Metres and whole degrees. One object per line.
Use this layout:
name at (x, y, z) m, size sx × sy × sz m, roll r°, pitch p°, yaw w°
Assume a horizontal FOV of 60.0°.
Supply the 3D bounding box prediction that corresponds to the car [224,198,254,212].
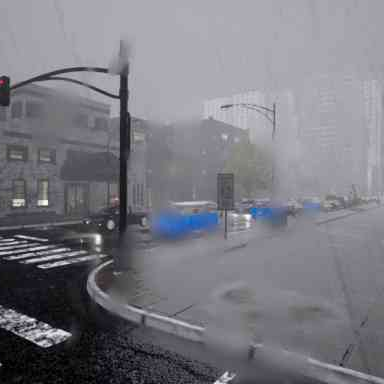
car at (5.741, 1.507, 40.535) m, size 1.967 × 1.590 × 4.097 m, roll 0°, pitch 0°, yaw 35°

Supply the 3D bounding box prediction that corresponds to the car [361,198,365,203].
car at (28.534, 1.748, 58.461) m, size 1.752 × 1.417 × 4.829 m, roll 0°, pitch 0°, yaw 35°

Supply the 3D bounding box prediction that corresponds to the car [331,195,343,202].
car at (37.426, 1.713, 85.755) m, size 1.967 × 1.590 × 4.097 m, roll 0°, pitch 0°, yaw 35°

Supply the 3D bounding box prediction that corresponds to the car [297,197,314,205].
car at (21.583, 1.706, 63.144) m, size 1.887 × 1.381 × 4.507 m, roll 0°, pitch 0°, yaw 35°

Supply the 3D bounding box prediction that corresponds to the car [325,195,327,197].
car at (24.155, 1.412, 56.716) m, size 2.150 × 2.045 × 5.566 m, roll 1°, pitch 0°, yaw 35°

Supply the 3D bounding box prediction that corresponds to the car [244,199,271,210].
car at (8.909, 1.629, 45.057) m, size 1.887 × 1.381 × 4.507 m, roll 0°, pitch 0°, yaw 35°

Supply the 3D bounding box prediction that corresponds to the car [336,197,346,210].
car at (18.929, 1.729, 44.754) m, size 1.947 × 1.339 × 4.313 m, roll 0°, pitch 0°, yaw 35°

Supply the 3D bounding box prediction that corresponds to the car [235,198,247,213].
car at (6.501, 1.604, 37.077) m, size 1.812 × 1.442 × 4.674 m, roll 1°, pitch 0°, yaw 35°

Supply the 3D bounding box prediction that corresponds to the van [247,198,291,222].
van at (6.256, 1.436, 26.667) m, size 1.690 × 1.788 × 3.998 m, roll 0°, pitch 0°, yaw 35°

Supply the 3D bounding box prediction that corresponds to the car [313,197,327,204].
car at (27.822, 1.729, 72.049) m, size 1.752 × 1.417 × 4.829 m, roll 0°, pitch 0°, yaw 35°

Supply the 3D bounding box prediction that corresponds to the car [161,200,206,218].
car at (-0.695, 1.558, 31.351) m, size 1.752 × 1.417 × 4.829 m, roll 0°, pitch 0°, yaw 35°

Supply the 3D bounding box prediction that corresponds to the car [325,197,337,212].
car at (15.859, 1.671, 40.372) m, size 1.752 × 1.417 × 4.829 m, roll 0°, pitch 0°, yaw 35°

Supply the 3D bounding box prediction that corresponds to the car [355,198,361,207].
car at (25.269, 1.517, 53.800) m, size 2.192 × 1.841 × 5.009 m, roll 0°, pitch 0°, yaw 35°

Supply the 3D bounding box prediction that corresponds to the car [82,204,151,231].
car at (-4.644, 1.529, 21.199) m, size 1.837 × 1.490 × 4.892 m, roll 1°, pitch 0°, yaw 35°

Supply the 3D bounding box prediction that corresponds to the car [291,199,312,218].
car at (9.423, 1.656, 31.188) m, size 1.887 × 1.381 × 4.507 m, roll 0°, pitch 0°, yaw 35°

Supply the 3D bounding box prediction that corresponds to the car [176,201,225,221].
car at (0.820, 1.554, 28.994) m, size 1.837 × 1.490 × 4.892 m, roll 1°, pitch 0°, yaw 35°

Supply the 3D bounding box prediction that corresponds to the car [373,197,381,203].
car at (44.279, 1.900, 80.932) m, size 1.947 × 1.339 × 4.313 m, roll 0°, pitch 0°, yaw 35°

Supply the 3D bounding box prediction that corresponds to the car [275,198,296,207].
car at (15.246, 1.666, 54.100) m, size 1.887 × 1.381 × 4.507 m, roll 0°, pitch 0°, yaw 35°

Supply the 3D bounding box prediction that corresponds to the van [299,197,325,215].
van at (12.593, 1.469, 35.711) m, size 1.690 × 1.788 × 3.998 m, roll 0°, pitch 0°, yaw 35°

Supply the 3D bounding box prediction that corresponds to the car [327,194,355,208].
car at (22.100, 1.497, 49.278) m, size 2.192 × 1.841 × 5.009 m, roll 0°, pitch 0°, yaw 35°

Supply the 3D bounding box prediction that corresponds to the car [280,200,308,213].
car at (12.241, 1.682, 39.718) m, size 1.994 × 1.385 × 4.181 m, roll 1°, pitch 0°, yaw 35°

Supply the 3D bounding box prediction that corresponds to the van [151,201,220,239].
van at (-0.081, 1.407, 17.622) m, size 1.690 × 1.788 × 3.998 m, roll 0°, pitch 0°, yaw 35°

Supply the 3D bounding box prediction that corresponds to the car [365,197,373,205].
car at (34.773, 1.810, 67.365) m, size 1.887 × 1.381 × 4.507 m, roll 0°, pitch 0°, yaw 35°
